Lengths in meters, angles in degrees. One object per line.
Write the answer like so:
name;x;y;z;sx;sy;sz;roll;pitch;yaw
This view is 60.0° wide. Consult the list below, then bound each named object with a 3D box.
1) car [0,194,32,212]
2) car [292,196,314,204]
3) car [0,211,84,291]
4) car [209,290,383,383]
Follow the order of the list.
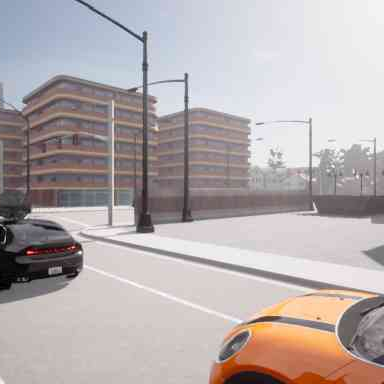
car;-15.231;1.194;25.381;2.150;2.045;5.566;0;0;38
car;20.382;1.401;60.879;4.718;1.301;1.895;0;0;-44
car;-4.708;1.505;9.187;1.837;1.490;4.892;0;0;-43
car;2.302;1.352;2.314;4.553;1.767;2.097;0;0;40
